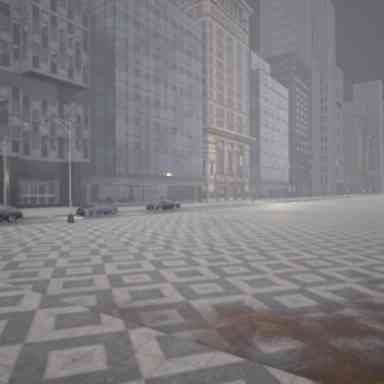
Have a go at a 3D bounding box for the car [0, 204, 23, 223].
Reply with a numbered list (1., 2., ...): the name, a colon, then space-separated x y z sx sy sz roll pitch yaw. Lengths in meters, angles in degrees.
1. car: -15.133 1.624 24.822 1.812 1.442 4.674 0 0 37

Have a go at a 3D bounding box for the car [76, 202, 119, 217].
1. car: -9.328 1.657 32.942 1.994 1.385 4.181 0 0 37

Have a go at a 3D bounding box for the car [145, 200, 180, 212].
1. car: -3.552 1.680 41.048 1.895 1.301 4.718 0 0 36
